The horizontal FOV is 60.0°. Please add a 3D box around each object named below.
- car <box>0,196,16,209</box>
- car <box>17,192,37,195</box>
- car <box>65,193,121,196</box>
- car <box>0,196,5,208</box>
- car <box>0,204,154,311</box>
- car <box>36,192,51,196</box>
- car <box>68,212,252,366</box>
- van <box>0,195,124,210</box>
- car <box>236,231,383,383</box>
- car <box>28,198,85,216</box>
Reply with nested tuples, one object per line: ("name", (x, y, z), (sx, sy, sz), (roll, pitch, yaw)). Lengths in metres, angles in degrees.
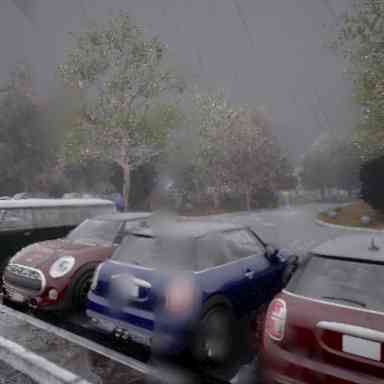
("car", (-24.082, 1.271, 39.696), (2.097, 1.535, 5.008), (0, 0, 35))
("car", (-17.288, 1.043, 34.835), (2.435, 2.045, 5.566), (0, 0, 35))
("car", (-8.310, 1.095, 28.449), (2.435, 2.045, 5.566), (0, 0, 35))
("car", (-26.456, 1.262, 41.165), (1.946, 1.575, 5.366), (0, 0, 35))
("car", (-1.854, 1.317, 7.878), (2.185, 1.767, 4.553), (0, 0, 35))
("car", (-10.479, 1.080, 29.991), (2.435, 2.045, 5.566), (0, 0, 35))
("car", (0.394, 1.333, 6.203), (2.185, 1.767, 4.553), (0, 0, 35))
("van", (-4.224, 1.201, 9.383), (1.878, 1.987, 4.442), (0, 0, 35))
("car", (2.678, 1.349, 4.578), (2.185, 1.767, 4.553), (0, 0, 35))
("car", (-12.835, 1.356, 31.699), (2.002, 1.452, 4.674), (0, 0, 35))
